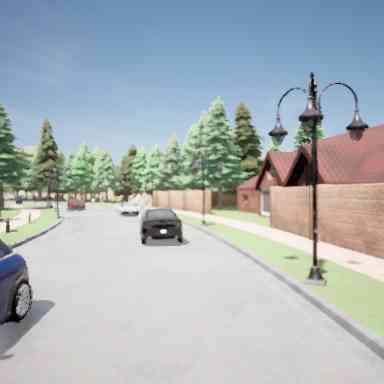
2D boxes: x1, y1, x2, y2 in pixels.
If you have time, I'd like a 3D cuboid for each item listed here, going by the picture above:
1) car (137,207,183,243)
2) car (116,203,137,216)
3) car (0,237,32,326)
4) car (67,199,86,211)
[{"bbox_3d":[-1.652,1.551,16.659,1.882,1.535,5.008,0,0,-10],"label":"car"},{"bbox_3d":[-6.873,1.769,35.148,1.895,1.301,4.718,0,0,-21],"label":"car"},{"bbox_3d":[-3.911,1.386,4.216,2.097,1.767,4.553,0,0,-4],"label":"car"},{"bbox_3d":[-15.903,1.726,45.791,1.882,1.535,5.008,0,-1,-28],"label":"car"}]
